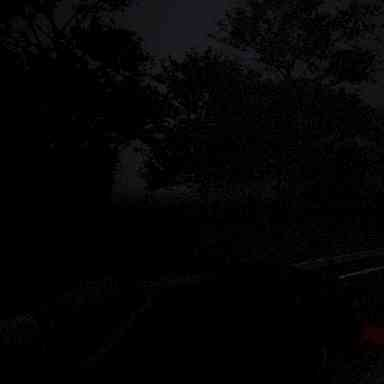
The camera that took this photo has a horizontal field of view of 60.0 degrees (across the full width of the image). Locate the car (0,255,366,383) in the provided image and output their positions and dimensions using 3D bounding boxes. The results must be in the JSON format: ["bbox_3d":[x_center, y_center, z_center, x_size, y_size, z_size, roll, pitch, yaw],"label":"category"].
[{"bbox_3d":[-0.279,1.511,3.643,5.357,1.411,2.033,-1,1,-34],"label":"car"}]
